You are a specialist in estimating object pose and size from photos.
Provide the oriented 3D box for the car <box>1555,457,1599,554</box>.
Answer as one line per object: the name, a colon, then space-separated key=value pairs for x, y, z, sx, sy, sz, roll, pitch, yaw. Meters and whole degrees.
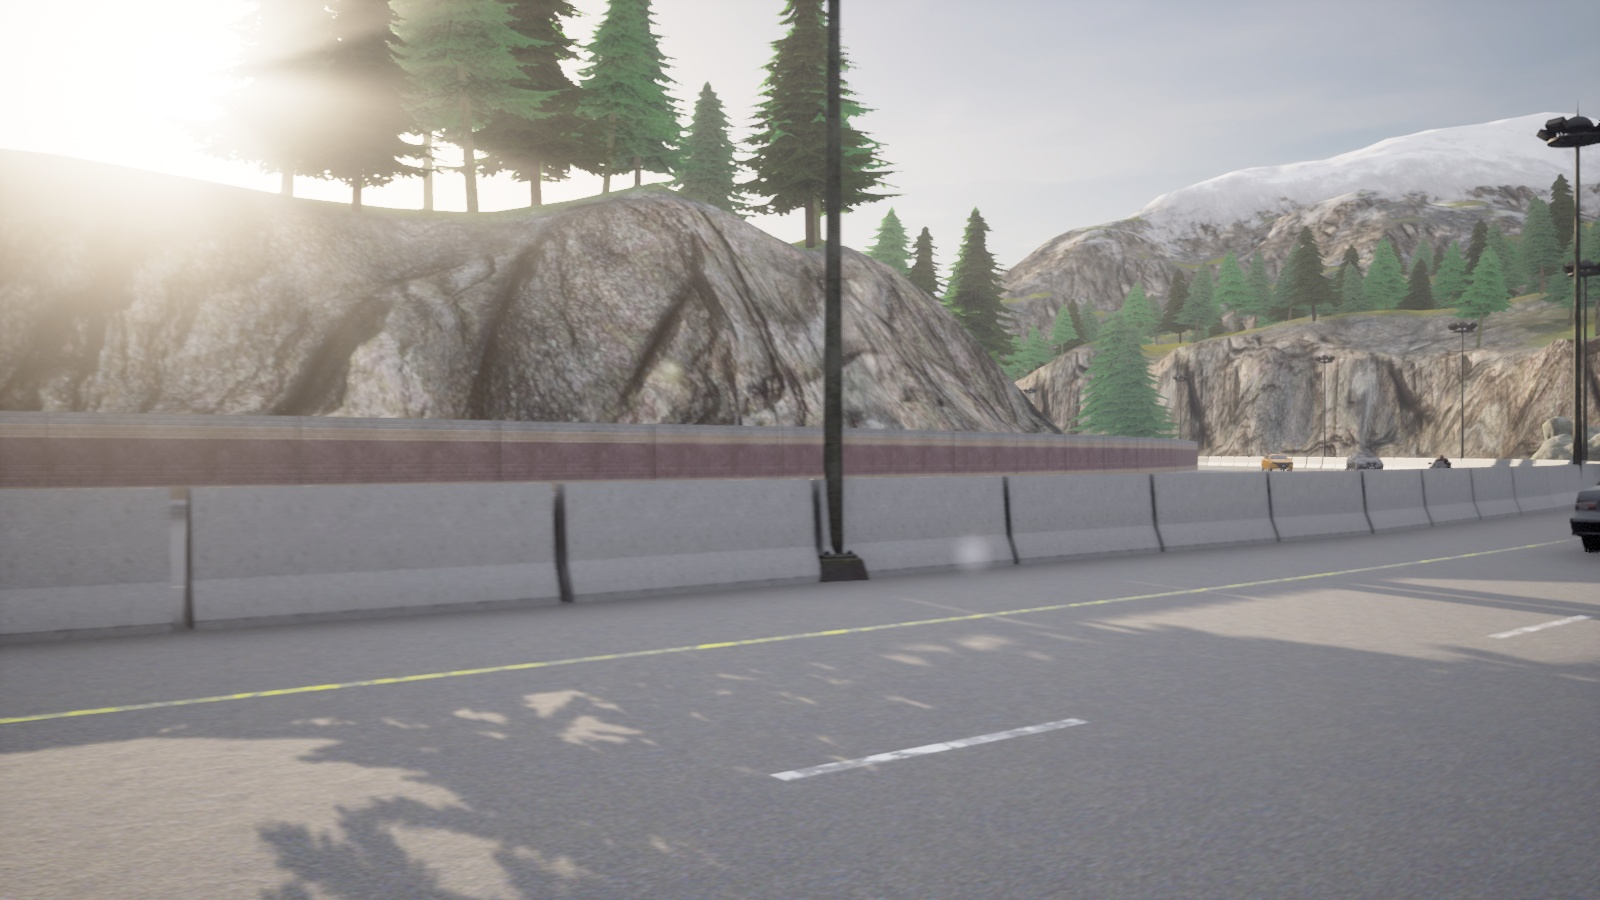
car: x=13.862 y=0.812 z=19.853 sx=5.357 sy=1.411 sz=2.033 roll=0 pitch=0 yaw=-44
